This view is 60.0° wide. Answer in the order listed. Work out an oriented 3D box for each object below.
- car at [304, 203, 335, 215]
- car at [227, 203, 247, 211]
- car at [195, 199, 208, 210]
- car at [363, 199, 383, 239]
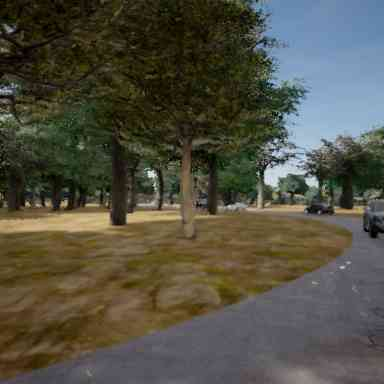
[{"bbox_3d":[16.858,2.280,44.198,1.837,1.490,4.892,1,-2,-14],"label":"car"},{"bbox_3d":[8.217,2.719,60.973,1.812,1.442,4.674,2,-2,-28],"label":"car"},{"bbox_3d":[2.349,2.467,65.008,2.150,2.045,5.566,2,-2,-27],"label":"car"},{"bbox_3d":[10.868,1.425,18.355,2.150,2.045,5.566,1,-1,22],"label":"car"}]
